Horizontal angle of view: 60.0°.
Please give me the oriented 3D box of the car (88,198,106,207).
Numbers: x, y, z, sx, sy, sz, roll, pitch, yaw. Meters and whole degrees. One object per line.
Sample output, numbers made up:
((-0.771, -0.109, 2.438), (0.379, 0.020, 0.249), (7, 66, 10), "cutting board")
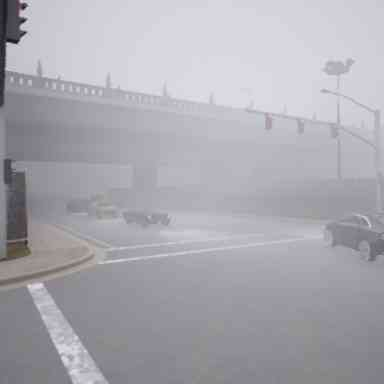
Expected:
((-17.067, 1.798, 59.609), (1.882, 1.535, 5.008), (-1, 0, -32), "car")

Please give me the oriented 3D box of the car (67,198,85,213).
((-14.299, 1.812, 41.567), (2.033, 1.411, 5.357), (-1, 0, -32), "car")

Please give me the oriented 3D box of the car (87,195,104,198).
((-14.284, 1.495, 48.409), (2.150, 2.045, 5.566), (-1, 0, -32), "car")

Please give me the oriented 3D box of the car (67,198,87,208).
((-19.803, 1.839, 57.207), (2.128, 1.511, 4.902), (-1, 0, -32), "car")

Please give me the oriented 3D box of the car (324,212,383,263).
((6.364, 1.454, 11.879), (2.128, 1.511, 4.902), (0, 0, 1), "car")

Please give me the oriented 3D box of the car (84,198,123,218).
((-8.779, 1.668, 32.653), (1.882, 1.535, 5.008), (-1, 0, -32), "car")

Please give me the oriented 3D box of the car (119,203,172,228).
((-3.288, 1.718, 23.811), (1.895, 1.301, 4.718), (-1, 0, -32), "car")

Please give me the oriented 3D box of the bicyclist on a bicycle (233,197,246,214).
((4.555, 1.343, 31.993), (1.656, 1.620, 0.582), (-1, 0, -32), "bicyclist on a bicycle")
